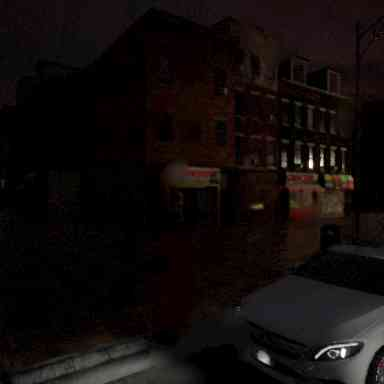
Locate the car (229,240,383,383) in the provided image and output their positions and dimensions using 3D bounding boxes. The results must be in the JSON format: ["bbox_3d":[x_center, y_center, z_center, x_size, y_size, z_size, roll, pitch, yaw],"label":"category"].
[{"bbox_3d":[2.677,1.523,4.973,4.674,1.442,1.812,0,0,-36],"label":"car"}]
